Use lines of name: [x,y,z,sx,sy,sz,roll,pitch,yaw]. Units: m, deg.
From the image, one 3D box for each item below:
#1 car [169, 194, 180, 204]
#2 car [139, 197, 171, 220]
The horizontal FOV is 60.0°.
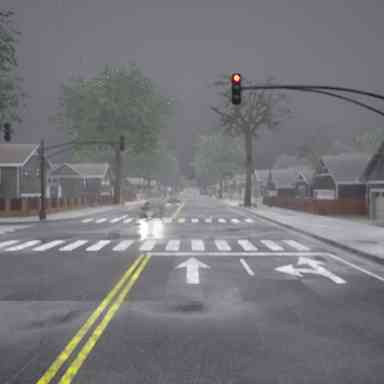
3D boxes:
car: [-3.223,1.223,60.256,2.097,1.767,4.553,0,0,0]
car: [-3.241,1.491,27.868,2.128,1.511,4.902,0,1,0]
